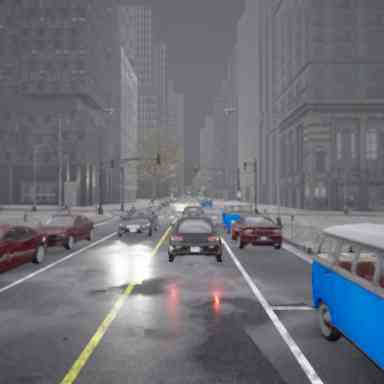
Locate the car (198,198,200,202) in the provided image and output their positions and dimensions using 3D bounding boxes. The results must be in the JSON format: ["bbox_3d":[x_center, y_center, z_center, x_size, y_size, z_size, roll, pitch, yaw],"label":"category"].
[{"bbox_3d":[2.763,2.179,64.009,1.947,1.339,4.313,0,-1,0],"label":"car"}]

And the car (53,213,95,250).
[{"bbox_3d":[-5.777,1.684,15.107,1.887,1.381,4.507,0,-1,0],"label":"car"}]

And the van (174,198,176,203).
[{"bbox_3d":[-5.762,2.170,84.935,1.690,1.788,3.998,0,-1,0],"label":"van"}]

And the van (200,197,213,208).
[{"bbox_3d":[2.764,1.899,58.598,1.690,1.788,3.998,0,-1,0],"label":"van"}]

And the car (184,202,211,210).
[{"bbox_3d":[0.100,1.786,25.738,2.033,1.411,5.357,0,-1,0],"label":"car"}]

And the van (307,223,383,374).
[{"bbox_3d":[2.777,1.379,4.041,1.690,1.788,3.998,0,-1,0],"label":"van"}]

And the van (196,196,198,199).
[{"bbox_3d":[2.763,2.234,91.076,1.690,1.788,3.998,0,-1,0],"label":"van"}]

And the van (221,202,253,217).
[{"bbox_3d":[2.779,1.531,20.615,1.690,1.788,3.998,0,-1,0],"label":"van"}]

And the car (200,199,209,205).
[{"bbox_3d":[2.763,2.305,74.835,1.802,1.307,4.206,0,-1,0],"label":"car"}]

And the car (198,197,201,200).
[{"bbox_3d":[2.763,2.212,69.422,1.887,1.381,4.507,0,-1,0],"label":"car"}]

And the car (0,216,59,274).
[{"bbox_3d":[-5.775,1.633,9.581,1.887,1.381,4.507,0,-1,0],"label":"car"}]

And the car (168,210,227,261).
[{"bbox_3d":[0.110,1.642,12.676,1.812,1.442,4.674,0,0,0],"label":"car"}]

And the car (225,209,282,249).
[{"bbox_3d":[2.778,1.684,15.088,1.887,1.381,4.507,0,-1,0],"label":"car"}]

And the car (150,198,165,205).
[{"bbox_3d":[-5.768,2.029,53.028,1.752,1.417,4.829,0,-1,0],"label":"car"}]

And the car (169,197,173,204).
[{"bbox_3d":[-5.761,1.979,69.069,2.192,1.841,5.009,0,-1,0],"label":"car"}]

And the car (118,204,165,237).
[{"bbox_3d":[-3.000,1.707,19.352,2.128,1.511,4.902,0,-1,0],"label":"car"}]

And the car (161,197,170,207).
[{"bbox_3d":[-5.762,2.156,63.778,1.887,1.381,4.507,0,-1,0],"label":"car"}]
